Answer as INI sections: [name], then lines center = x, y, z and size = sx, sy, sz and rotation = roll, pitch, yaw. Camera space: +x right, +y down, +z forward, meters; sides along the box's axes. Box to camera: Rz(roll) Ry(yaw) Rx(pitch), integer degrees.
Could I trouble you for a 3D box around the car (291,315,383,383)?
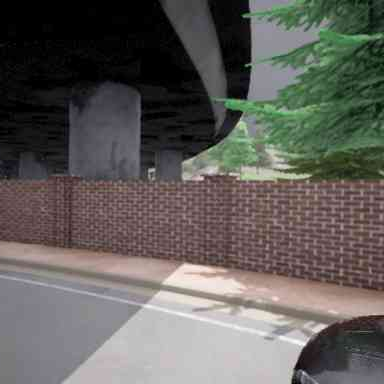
[car]
center = 3.050, 1.512, 1.812
size = 4.902, 1.511, 2.128
rotation = 1, 1, 35
